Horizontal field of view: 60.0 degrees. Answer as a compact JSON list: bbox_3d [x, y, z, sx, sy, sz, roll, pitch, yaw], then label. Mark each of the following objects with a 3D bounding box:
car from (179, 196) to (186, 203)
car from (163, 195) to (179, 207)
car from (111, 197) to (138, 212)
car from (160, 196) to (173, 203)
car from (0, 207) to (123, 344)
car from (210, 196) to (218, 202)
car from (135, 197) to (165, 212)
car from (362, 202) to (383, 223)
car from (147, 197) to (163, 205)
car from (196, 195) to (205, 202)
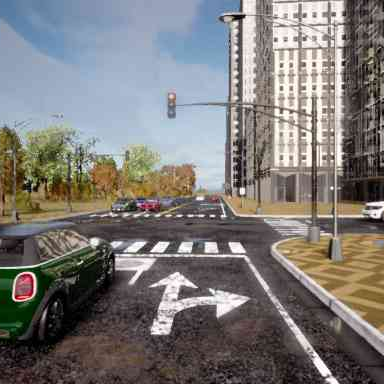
[{"bbox_3d":[-2.260,1.564,66.928,1.994,1.385,4.181,0,0,5],"label":"car"},{"bbox_3d":[-3.708,1.344,49.453,2.097,1.767,4.553,0,0,5],"label":"car"},{"bbox_3d":[-7.833,1.343,38.546,2.097,1.767,4.553,0,0,5],"label":"car"},{"bbox_3d":[-5.268,1.536,69.792,2.033,1.411,5.357,0,0,5],"label":"car"},{"bbox_3d":[-3.007,1.351,6.592,2.097,1.767,4.553,0,0,1],"label":"car"},{"bbox_3d":[5.216,1.561,78.702,1.994,1.385,4.181,0,0,5],"label":"car"},{"bbox_3d":[-4.638,1.593,37.733,1.895,1.301,4.718,0,0,4],"label":"car"},{"bbox_3d":[14.821,1.059,22.846,5.566,2.045,2.150,0,0,5],"label":"car"},{"bbox_3d":[-6.302,1.558,57.706,1.994,1.385,4.181,0,0,5],"label":"car"},{"bbox_3d":[1.982,1.532,79.024,1.812,1.442,4.674,0,0,5],"label":"car"}]
